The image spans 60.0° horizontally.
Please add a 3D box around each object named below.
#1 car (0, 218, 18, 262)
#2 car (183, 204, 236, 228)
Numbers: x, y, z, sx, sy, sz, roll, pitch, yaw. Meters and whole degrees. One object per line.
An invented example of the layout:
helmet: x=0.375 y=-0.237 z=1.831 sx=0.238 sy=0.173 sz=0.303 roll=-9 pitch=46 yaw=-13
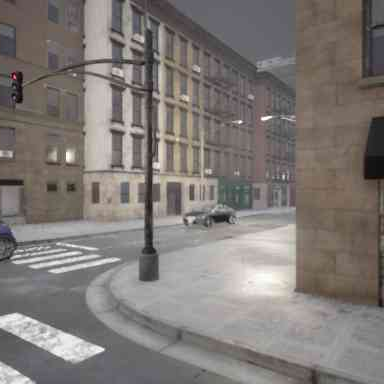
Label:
car: x=-7.920 y=1.373 z=10.073 sx=2.097 sy=1.767 sz=4.553 roll=0 pitch=0 yaw=35
car: x=1.305 y=1.603 z=22.990 sx=2.128 sy=1.511 sz=4.902 roll=0 pitch=0 yaw=36
